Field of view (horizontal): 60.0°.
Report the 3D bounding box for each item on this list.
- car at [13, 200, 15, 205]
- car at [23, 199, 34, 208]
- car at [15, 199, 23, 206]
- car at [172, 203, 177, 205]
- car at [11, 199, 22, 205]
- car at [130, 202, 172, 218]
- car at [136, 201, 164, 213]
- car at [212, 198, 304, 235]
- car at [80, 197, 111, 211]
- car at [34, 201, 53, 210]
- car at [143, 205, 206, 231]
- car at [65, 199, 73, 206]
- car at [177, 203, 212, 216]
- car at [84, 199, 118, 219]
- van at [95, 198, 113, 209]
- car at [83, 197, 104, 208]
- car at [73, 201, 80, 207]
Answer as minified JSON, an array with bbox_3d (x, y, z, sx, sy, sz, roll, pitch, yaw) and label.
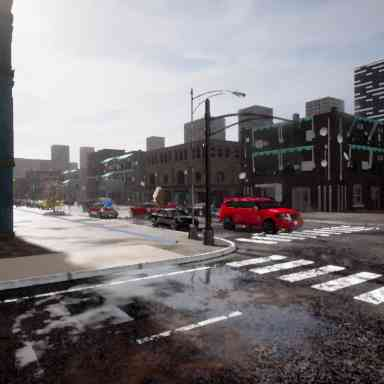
[{"bbox_3d":[-41.252,2.547,79.668,2.008,1.369,4.403,-1,0,-35],"label":"car"},{"bbox_3d":[-31.648,2.376,66.122,2.008,1.369,4.403,-1,0,-35],"label":"car"},{"bbox_3d":[-38.053,2.380,75.152,1.967,1.590,4.097,-1,0,-35],"label":"car"},{"bbox_3d":[-2.402,1.904,39.364,1.802,1.307,4.206,-2,0,-35],"label":"car"},{"bbox_3d":[-44.454,2.597,84.182,1.887,1.381,4.507,-1,0,-35],"label":"car"},{"bbox_3d":[-4.303,1.802,32.046,1.882,1.535,5.008,-1,0,-35],"label":"car"},{"bbox_3d":[-5.603,1.966,43.878,1.802,1.307,4.206,-1,0,-35],"label":"car"},{"bbox_3d":[4.048,1.378,20.507,2.150,2.045,5.566,-1,0,-37],"label":"car"},{"bbox_3d":[-12.752,1.842,44.000,2.097,1.767,4.553,-1,0,-35],"label":"car"},{"bbox_3d":[-25.147,2.232,56.952,1.752,1.417,4.829,-1,0,-35],"label":"car"},{"bbox_3d":[-1.310,1.815,23.124,1.947,1.339,4.313,-1,0,-35],"label":"car"},{"bbox_3d":[-28.014,2.364,75.486,1.947,1.339,4.313,-1,0,-35],"label":"car"},{"bbox_3d":[0.799,1.810,34.848,2.008,1.369,4.403,-2,0,-35],"label":"car"},{"bbox_3d":[-9.240,1.846,34.514,1.967,1.590,4.097,-1,0,-35],"label":"car"},{"bbox_3d":[-15.213,1.907,57.424,1.690,1.788,3.998,-1,0,-35],"label":"van"},{"bbox_3d":[-18.415,1.940,61.939,2.192,1.841,5.009,-1,0,-35],"label":"car"},{"bbox_3d":[-21.611,2.227,66.455,1.887,1.381,4.507,-1,0,-35],"label":"car"}]
